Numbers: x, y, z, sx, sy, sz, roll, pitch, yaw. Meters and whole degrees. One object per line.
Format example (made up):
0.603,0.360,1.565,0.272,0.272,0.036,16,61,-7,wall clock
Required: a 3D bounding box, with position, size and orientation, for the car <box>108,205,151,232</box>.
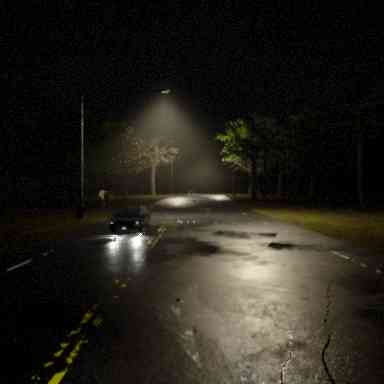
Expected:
-3.559,1.511,19.974,2.033,1.411,5.357,0,0,-1,car
